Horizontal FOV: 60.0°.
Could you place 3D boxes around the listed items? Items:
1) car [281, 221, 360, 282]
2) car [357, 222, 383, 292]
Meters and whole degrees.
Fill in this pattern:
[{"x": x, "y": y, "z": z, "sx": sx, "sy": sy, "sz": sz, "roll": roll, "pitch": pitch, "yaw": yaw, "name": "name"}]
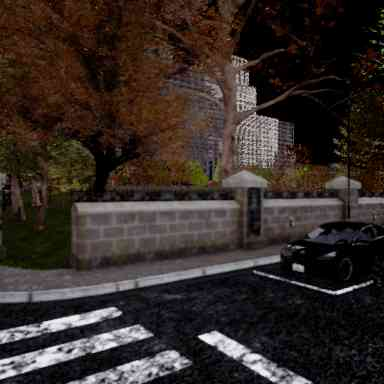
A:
[{"x": 4.491, "y": 1.563, "z": 9.755, "sx": 4.313, "sy": 1.339, "sz": 1.947, "roll": 0, "pitch": 0, "yaw": -35, "name": "car"}, {"x": 6.160, "y": 1.475, "z": 7.755, "sx": 5.008, "sy": 1.535, "sz": 1.882, "roll": 0, "pitch": 0, "yaw": -35, "name": "car"}]
